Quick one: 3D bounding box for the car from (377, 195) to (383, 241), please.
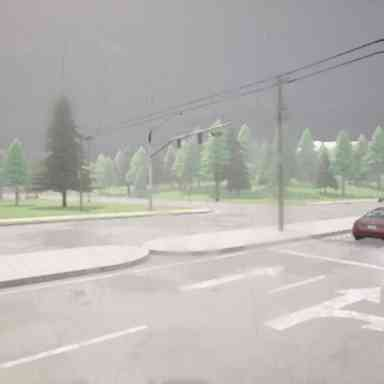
[{"bbox_3d":[7.712,1.064,9.296,5.566,2.045,2.150,-1,1,-36],"label":"car"}]

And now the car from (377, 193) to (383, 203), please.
[{"bbox_3d":[29.472,0.805,49.267,4.674,1.442,1.812,-1,1,-35],"label":"car"}]

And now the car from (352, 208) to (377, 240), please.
[{"bbox_3d":[8.806,1.351,14.489,4.181,1.385,1.994,-1,1,-37],"label":"car"}]
